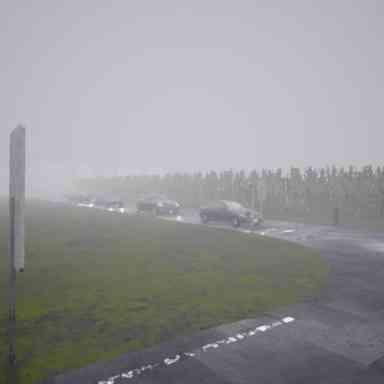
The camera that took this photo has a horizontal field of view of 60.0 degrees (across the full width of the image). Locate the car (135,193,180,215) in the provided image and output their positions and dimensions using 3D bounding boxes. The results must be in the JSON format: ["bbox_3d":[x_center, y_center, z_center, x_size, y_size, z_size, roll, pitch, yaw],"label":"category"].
[{"bbox_3d":[-2.904,0.930,27.512,2.097,1.767,4.553,1,1,-36],"label":"car"}]

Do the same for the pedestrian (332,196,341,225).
[{"bbox_3d":[9.110,1.134,21.045,0.375,1.860,0.375,2,-1,-36],"label":"pedestrian"}]

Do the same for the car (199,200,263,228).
[{"bbox_3d":[2.224,1.259,20.322,1.812,1.442,4.674,1,1,-34],"label":"car"}]

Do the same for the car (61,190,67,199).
[{"bbox_3d":[-21.724,0.461,58.701,2.128,1.511,4.902,1,1,-36],"label":"car"}]

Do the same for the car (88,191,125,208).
[{"bbox_3d":[-9.214,0.934,36.293,2.033,1.411,5.357,1,1,-35],"label":"car"}]

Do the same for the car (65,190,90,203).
[{"bbox_3d":[-15.061,0.812,44.474,1.895,1.301,4.718,1,1,-35],"label":"car"}]
